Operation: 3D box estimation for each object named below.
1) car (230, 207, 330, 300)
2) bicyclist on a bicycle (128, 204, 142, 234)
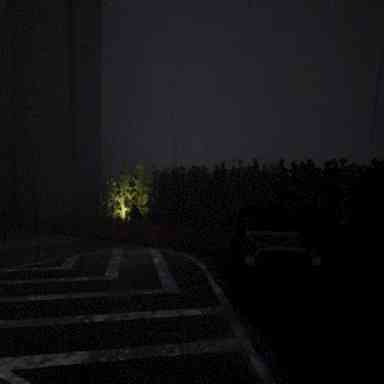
[{"bbox_3d":[1.970,1.357,8.465,1.905,1.878,3.866,0,0,4],"label":"car"},{"bbox_3d":[-2.960,1.471,17.400,0.582,1.620,1.656,1,-1,-33],"label":"bicyclist on a bicycle"}]
